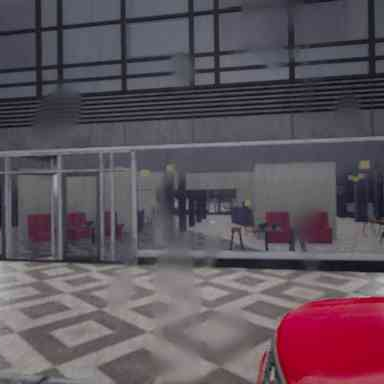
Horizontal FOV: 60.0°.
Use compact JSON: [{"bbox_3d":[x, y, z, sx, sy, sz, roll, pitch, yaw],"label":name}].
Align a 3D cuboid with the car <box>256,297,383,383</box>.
[{"bbox_3d":[3.144,1.222,1.788,5.566,2.045,2.150,0,0,9],"label":"car"}]
